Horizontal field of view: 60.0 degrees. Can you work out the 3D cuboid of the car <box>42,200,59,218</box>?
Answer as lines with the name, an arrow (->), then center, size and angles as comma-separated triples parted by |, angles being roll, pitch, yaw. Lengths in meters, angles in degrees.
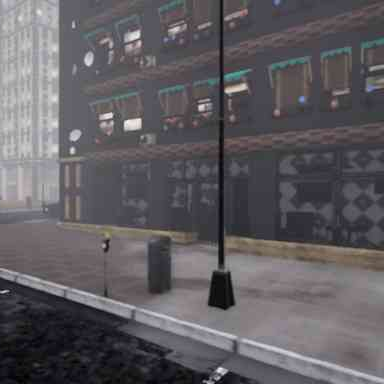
car -> -8.372, 1.144, 23.581 | 1.947, 1.339, 4.313 | 1, 2, 35
